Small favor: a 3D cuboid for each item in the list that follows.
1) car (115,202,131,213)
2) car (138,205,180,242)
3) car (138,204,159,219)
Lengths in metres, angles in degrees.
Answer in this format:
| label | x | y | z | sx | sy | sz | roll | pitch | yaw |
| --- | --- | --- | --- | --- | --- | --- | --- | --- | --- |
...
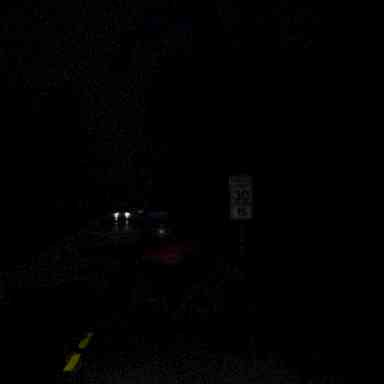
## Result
| label | x | y | z | sx | sy | sz | roll | pitch | yaw |
| --- | --- | --- | --- | --- | --- | --- | --- | --- | --- |
| car | -10.257 | 2.307 | 49.518 | 1.837 | 1.490 | 4.892 | 0 | -1 | -10 |
| car | -1.767 | 1.681 | 17.620 | 1.882 | 1.535 | 5.008 | 0 | -1 | -9 |
| car | -4.704 | 2.032 | 35.354 | 2.033 | 1.411 | 5.357 | 0 | -1 | -10 |
